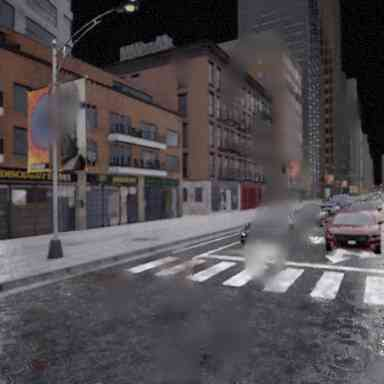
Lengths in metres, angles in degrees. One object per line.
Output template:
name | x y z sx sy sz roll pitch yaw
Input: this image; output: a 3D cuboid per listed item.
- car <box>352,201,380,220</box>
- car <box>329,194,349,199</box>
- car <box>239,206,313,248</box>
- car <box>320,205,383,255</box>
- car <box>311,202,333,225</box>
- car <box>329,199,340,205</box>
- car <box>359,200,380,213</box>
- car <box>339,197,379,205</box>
car | 15.899 1.604 30.190 2.033 1.411 5.357 -1 0 30
car | 18.556 1.335 41.513 2.150 2.045 5.566 -1 0 30
car | 3.954 1.623 15.507 2.033 1.411 5.357 -1 0 29
car | 6.813 1.511 13.910 1.882 1.535 5.008 -1 0 29
car | 8.451 1.651 23.547 1.994 1.385 4.181 -1 0 29
car | 13.330 1.663 32.251 1.994 1.385 4.181 -1 0 29
car | 20.783 1.633 38.856 1.994 1.385 4.181 -1 0 29
car | 11.212 1.397 21.826 2.097 1.767 4.553 -1 0 29
